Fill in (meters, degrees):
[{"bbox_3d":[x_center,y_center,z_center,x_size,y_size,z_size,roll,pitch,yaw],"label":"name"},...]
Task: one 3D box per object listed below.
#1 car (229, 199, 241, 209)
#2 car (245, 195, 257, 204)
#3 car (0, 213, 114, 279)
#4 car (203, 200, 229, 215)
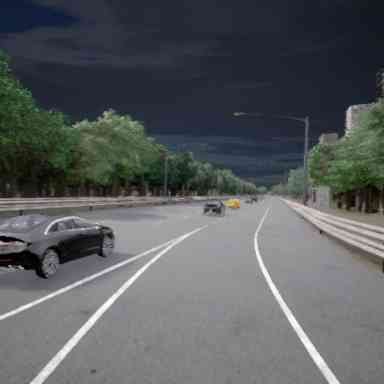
[{"bbox_3d":[6.816,1.806,53.634,1.882,1.535,5.008,2,0,14],"label":"car"},{"bbox_3d":[14.900,2.223,86.321,2.033,1.411,5.357,2,0,14],"label":"car"},{"bbox_3d":[-4.025,1.380,9.820,2.128,1.511,4.902,2,0,14],"label":"car"},{"bbox_3d":[2.491,1.658,36.159,1.837,1.490,4.892,2,0,14],"label":"car"}]
